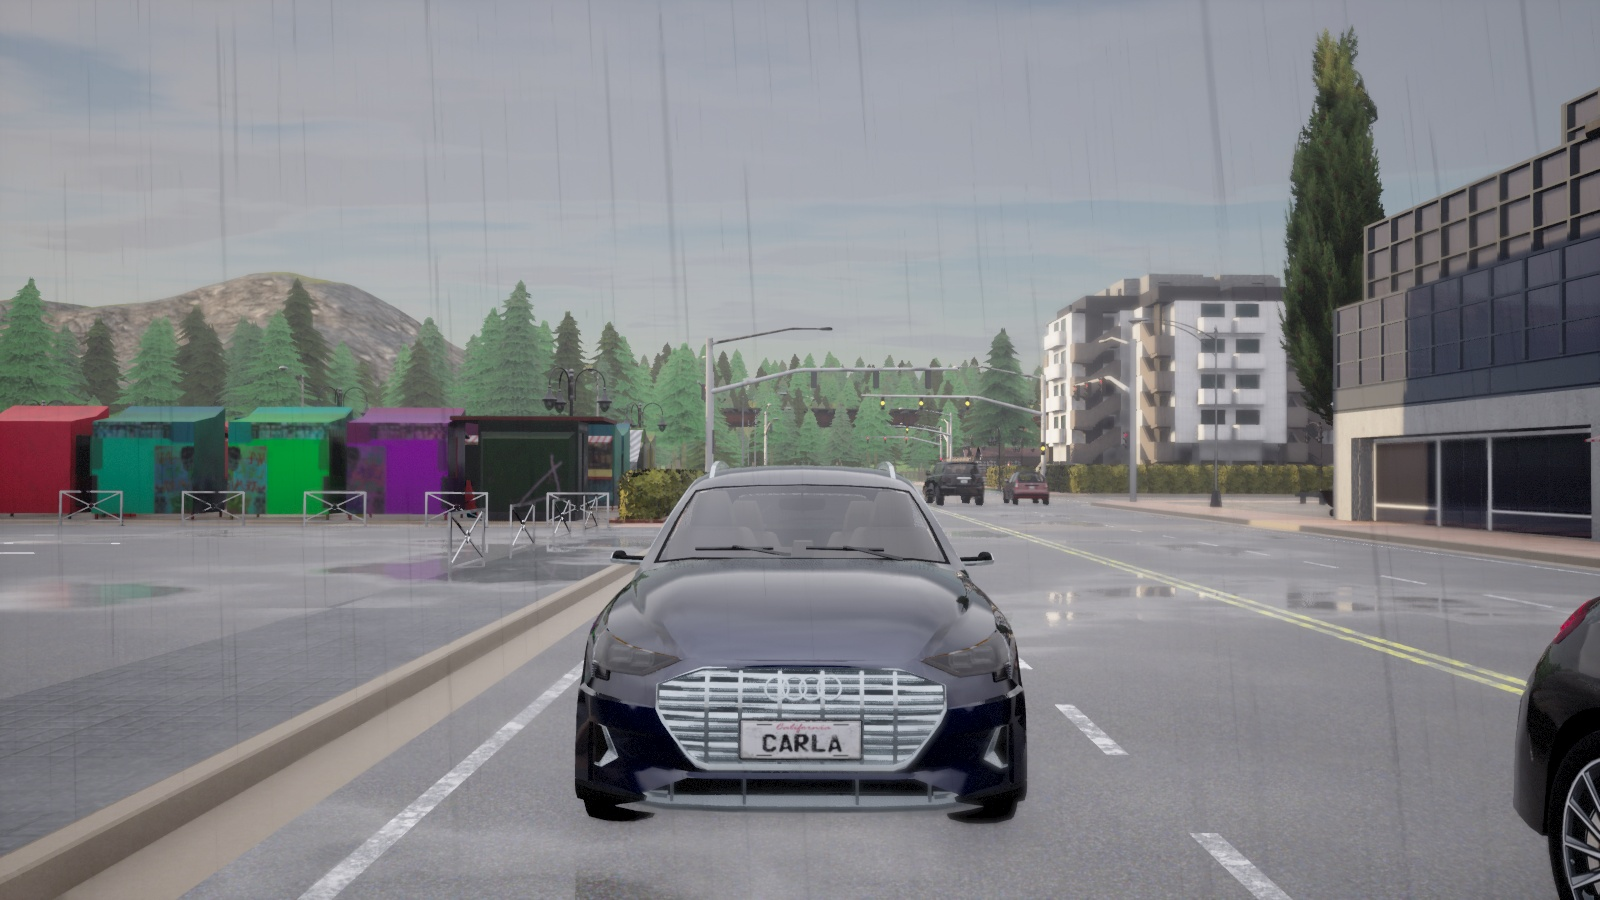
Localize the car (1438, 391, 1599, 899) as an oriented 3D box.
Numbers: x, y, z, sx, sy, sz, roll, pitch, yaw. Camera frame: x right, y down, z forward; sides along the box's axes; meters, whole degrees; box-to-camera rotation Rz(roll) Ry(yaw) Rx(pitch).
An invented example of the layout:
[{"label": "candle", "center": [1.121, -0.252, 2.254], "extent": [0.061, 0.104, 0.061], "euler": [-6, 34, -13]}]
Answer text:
[{"label": "car", "center": [3.494, 0.617, 2.241], "extent": [2.152, 1.651, 5.027], "euler": [0, -1, 0]}]

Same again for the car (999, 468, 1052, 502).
[{"label": "car", "center": [10.957, 1.694, 61.213], "extent": [1.851, 1.617, 3.988], "euler": [0, -1, 0]}]

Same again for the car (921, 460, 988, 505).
[{"label": "car", "center": [7.273, 1.503, 59.639], "extent": [2.150, 2.045, 5.566], "euler": [0, -1, -3]}]

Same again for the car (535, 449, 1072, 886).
[{"label": "car", "center": [0.019, 0.865, 7.197], "extent": [2.033, 1.649, 4.856], "euler": [0, -1, 0]}]
